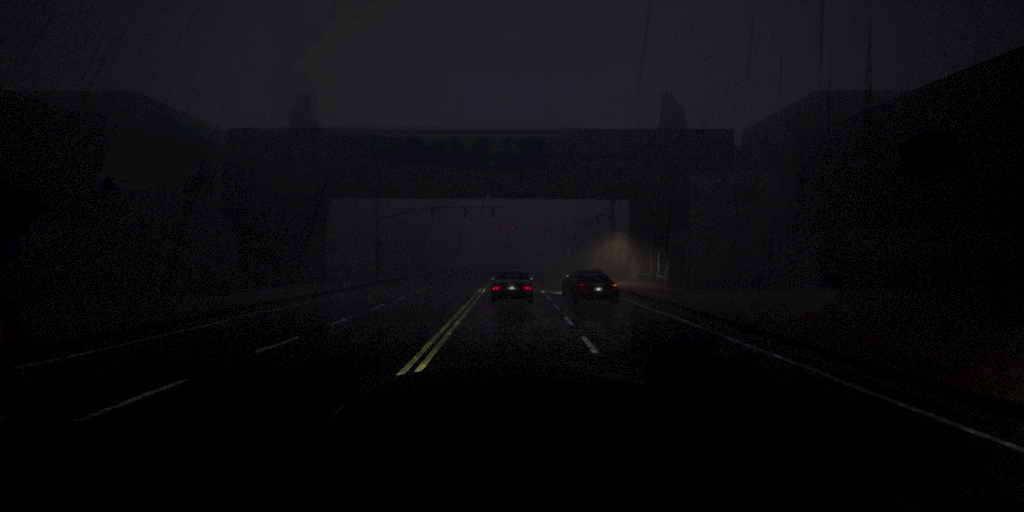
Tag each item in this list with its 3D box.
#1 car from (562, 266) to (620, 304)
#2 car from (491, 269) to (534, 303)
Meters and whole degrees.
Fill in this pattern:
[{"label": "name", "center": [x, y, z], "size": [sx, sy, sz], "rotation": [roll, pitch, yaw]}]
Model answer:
[{"label": "car", "center": [3.500, 1.321, 16.500], "size": [1.994, 1.385, 4.181], "rotation": [0, 0, 0]}, {"label": "car", "center": [0.000, 1.312, 16.500], "size": [2.033, 1.411, 5.357], "rotation": [0, 0, 0]}]
